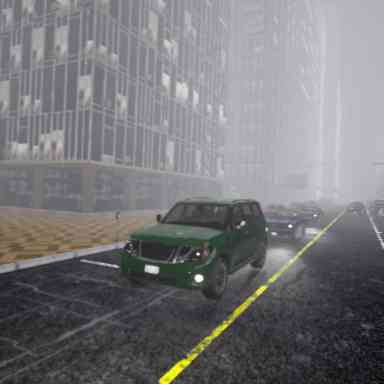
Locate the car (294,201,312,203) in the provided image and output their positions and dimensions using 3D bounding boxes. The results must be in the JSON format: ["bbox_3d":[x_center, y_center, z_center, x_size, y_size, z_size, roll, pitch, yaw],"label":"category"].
[{"bbox_3d":[11.808,1.776,37.071,1.947,1.339,4.313,3,1,27],"label":"car"}]

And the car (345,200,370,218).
[{"bbox_3d":[17.659,1.921,35.828,2.128,1.511,4.902,2,0,27],"label":"car"}]

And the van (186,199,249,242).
[{"bbox_3d":[1.439,1.293,16.822,1.690,1.788,3.998,3,1,27],"label":"van"}]

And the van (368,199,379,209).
[{"bbox_3d":[34.689,2.226,63.725,1.690,1.788,3.998,3,1,27],"label":"van"}]

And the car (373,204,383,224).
[{"bbox_3d":[16.703,2.021,28.195,1.802,1.307,4.206,3,1,27],"label":"car"}]

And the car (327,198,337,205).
[{"bbox_3d":[34.921,2.337,82.757,2.008,1.369,4.403,3,1,27],"label":"car"}]

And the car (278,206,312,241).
[{"bbox_3d":[4.868,1.672,17.630,1.895,1.301,4.718,2,0,27],"label":"car"}]

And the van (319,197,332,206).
[{"bbox_3d":[24.658,1.870,62.450,1.690,1.788,3.998,3,1,27],"label":"van"}]

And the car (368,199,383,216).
[{"bbox_3d":[21.851,1.881,38.344,2.192,1.841,5.009,3,1,27],"label":"car"}]

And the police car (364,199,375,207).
[{"bbox_3d":[39.692,2.431,74.354,1.930,1.638,5.238,2,0,27],"label":"police car"}]

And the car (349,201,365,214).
[{"bbox_3d":[22.609,2.058,45.604,1.837,1.490,4.892,2,1,27],"label":"car"}]

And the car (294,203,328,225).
[{"bbox_3d":[9.201,1.779,26.175,1.895,1.301,4.718,2,0,27],"label":"car"}]

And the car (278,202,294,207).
[{"bbox_3d":[6.666,1.627,26.925,1.887,1.381,4.507,3,1,27],"label":"car"}]

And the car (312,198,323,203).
[{"bbox_3d":[16.944,1.903,47.224,1.947,1.339,4.313,3,1,27],"label":"car"}]

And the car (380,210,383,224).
[{"bbox_3d":[11.627,1.880,18.014,1.947,1.339,4.313,3,1,27],"label":"car"}]

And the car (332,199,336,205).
[{"bbox_3d":[29.784,2.223,72.605,1.947,1.339,4.313,3,1,27],"label":"car"}]

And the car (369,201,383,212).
[{"bbox_3d":[29.622,2.284,53.726,1.752,1.417,4.829,3,1,27],"label":"car"}]

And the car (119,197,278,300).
[{"bbox_3d":[0.473,1.185,8.919,2.150,2.045,5.566,2,0,27],"label":"car"}]
